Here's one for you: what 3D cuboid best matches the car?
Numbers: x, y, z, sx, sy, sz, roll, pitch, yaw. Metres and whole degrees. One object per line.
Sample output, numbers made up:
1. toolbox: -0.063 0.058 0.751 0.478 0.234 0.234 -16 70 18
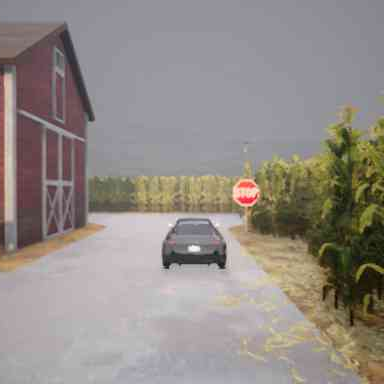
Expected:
1. car: 0.064 1.557 11.373 1.994 1.385 4.181 0 0 0
